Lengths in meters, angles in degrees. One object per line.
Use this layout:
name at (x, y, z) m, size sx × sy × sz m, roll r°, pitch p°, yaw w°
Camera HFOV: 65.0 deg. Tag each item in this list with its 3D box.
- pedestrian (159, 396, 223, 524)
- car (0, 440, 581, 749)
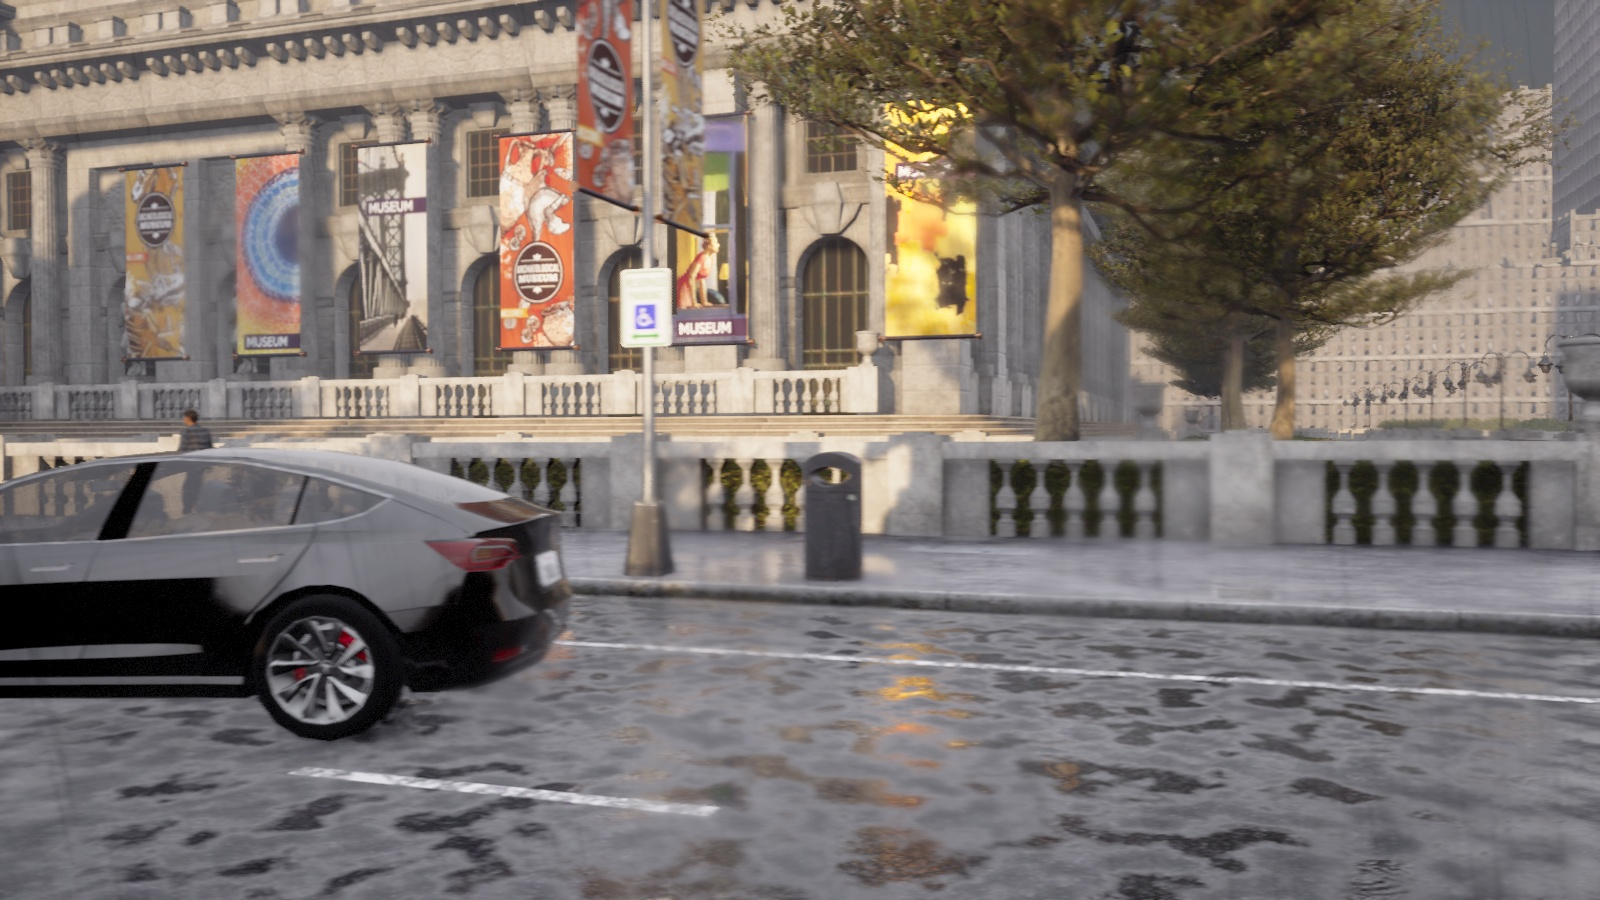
pedestrian at (-9.383, 0.146, 19.358) m, size 0.788 × 1.949 × 0.423 m, roll 0°, pitch 1°, yaw 13°
car at (-3.902, 0.697, 7.373) m, size 4.792 × 1.488 × 2.163 m, roll 0°, pitch 1°, yaw 3°
